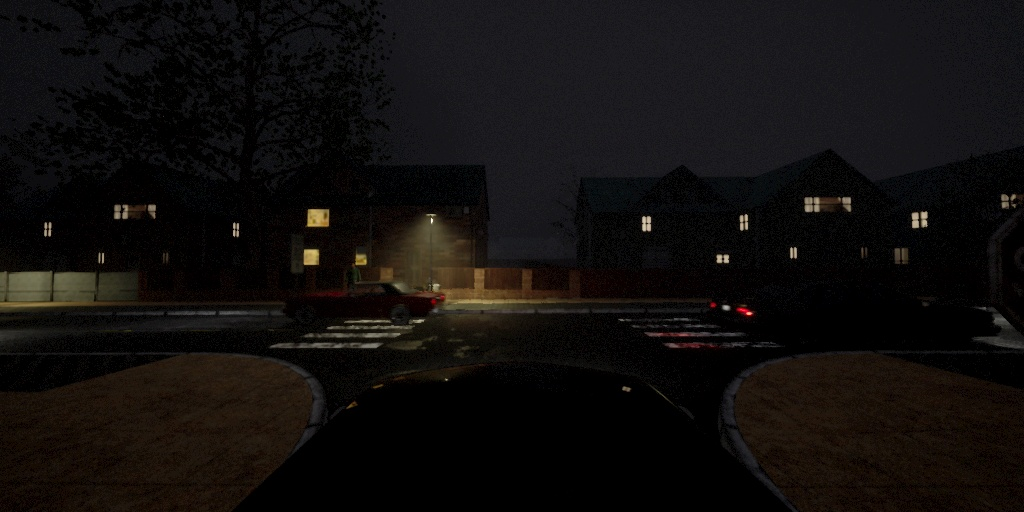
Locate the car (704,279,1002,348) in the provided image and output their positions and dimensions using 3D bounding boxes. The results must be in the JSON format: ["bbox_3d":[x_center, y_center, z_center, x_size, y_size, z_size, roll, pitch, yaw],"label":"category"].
[{"bbox_3d":[7.491,1.237,8.304,5.357,1.411,2.033,0,-1,1],"label":"car"}]

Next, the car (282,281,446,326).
[{"bbox_3d":[-4.662,1.477,11.600,4.718,1.301,1.895,-1,-1,2],"label":"car"}]

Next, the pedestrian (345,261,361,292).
[{"bbox_3d":[-6.494,1.110,14.575,0.375,1.860,0.375,0,-1,2],"label":"pedestrian"}]
